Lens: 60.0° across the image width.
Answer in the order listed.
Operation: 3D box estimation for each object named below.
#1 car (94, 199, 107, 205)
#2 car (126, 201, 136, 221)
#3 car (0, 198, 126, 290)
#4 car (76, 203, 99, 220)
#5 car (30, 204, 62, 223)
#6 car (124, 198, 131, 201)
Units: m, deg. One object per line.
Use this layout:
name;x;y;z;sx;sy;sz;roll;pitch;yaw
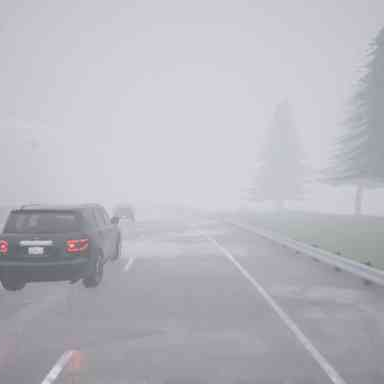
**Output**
car;-23.244;2.435;84.374;1.812;1.442;4.674;0;-1;-33
car;-6.238;1.834;30.460;1.837;1.490;4.892;0;0;-12
car;-3.470;1.343;9.675;2.150;2.045;5.566;0;0;-4
car;-10.444;1.922;33.481;1.812;1.442;4.674;0;0;-13
car;-13.489;1.911;31.019;1.837;1.490;4.892;0;0;-12
car;-13.840;2.092;69.135;2.097;1.767;4.553;0;-1;-25
